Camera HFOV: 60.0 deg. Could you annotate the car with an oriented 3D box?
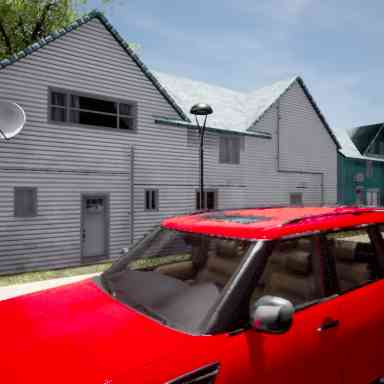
[{"bbox_3d":[0.530,1.221,3.444,5.566,2.045,2.150,0,0,-35],"label":"car"}]
